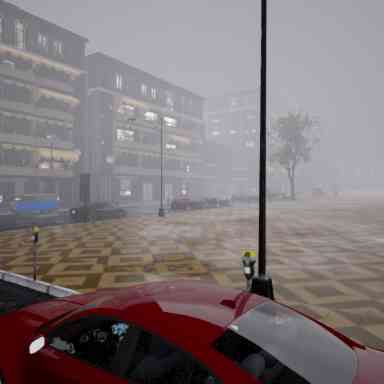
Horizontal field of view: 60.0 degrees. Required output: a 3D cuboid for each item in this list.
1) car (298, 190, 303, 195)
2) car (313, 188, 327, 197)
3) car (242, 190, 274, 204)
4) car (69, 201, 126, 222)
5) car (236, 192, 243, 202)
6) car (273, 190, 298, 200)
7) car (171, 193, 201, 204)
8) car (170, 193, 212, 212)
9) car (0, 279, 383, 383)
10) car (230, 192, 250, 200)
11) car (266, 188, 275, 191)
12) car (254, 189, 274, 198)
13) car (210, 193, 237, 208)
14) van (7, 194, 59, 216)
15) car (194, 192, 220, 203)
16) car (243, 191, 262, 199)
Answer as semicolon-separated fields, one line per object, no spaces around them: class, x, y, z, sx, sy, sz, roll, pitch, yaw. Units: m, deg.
car;27.865;0.114;87.932;1.887;1.381;4.507;2;2;35
car;29.099;0.008;75.579;2.150;2.045;5.566;1;1;35
car;9.268;0.876;46.589;2.008;1.369;4.403;2;2;35
car;-6.651;1.329;23.745;1.947;1.339;4.313;2;2;35
car;7.360;0.788;48.472;2.128;1.511;4.902;1;1;34
car;15.734;0.675;55.866;1.752;1.417;4.829;2;2;35
car;-0.791;0.910;46.811;1.947;1.339;4.313;2;2;35
car;-0.284;1.132;32.881;1.887;1.381;4.507;2;2;35
car;-0.310;1.544;3.090;4.507;1.381;1.887;0;0;36
car;8.761;0.649;60.519;1.947;1.339;4.313;2;2;35
car;13.242;0.357;57.011;2.150;2.045;5.566;1;1;35
car;15.132;0.227;69.650;2.192;1.841;5.009;2;2;35
car;2.900;1.050;37.451;2.008;1.369;4.403;2;2;35
van;-13.524;1.035;28.530;1.690;1.788;3.998;2;2;35
car;2.393;0.808;51.380;2.008;1.369;4.403;2;2;35
car;11.848;0.525;64.947;1.752;1.417;4.829;2;2;35
